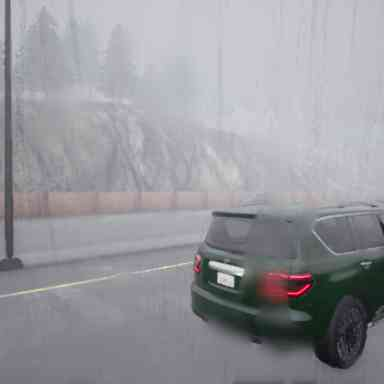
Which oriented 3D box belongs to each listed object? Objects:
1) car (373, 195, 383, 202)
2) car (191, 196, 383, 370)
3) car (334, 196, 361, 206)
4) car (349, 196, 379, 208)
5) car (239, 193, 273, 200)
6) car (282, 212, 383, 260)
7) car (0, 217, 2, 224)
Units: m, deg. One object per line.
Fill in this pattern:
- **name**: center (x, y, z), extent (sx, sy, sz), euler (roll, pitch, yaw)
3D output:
- **car**: center (38.753, 1.267, 67.686), extent (4.181, 1.385, 1.994), euler (0, 0, -40)
- **car**: center (2.542, 1.207, 5.956), extent (5.566, 2.045, 2.150), euler (0, 0, -38)
- **car**: center (23.790, 1.397, 50.841), extent (4.181, 1.385, 1.994), euler (-1, 0, -39)
- **car**: center (24.184, 1.305, 46.639), extent (5.008, 1.535, 1.882), euler (0, 0, -39)
- **car**: center (8.195, 1.188, 42.530), extent (5.566, 2.045, 2.150), euler (0, 0, -40)
- **car**: center (5.764, 1.563, 13.038), extent (4.718, 1.301, 1.895), euler (0, 0, -39)
- **car**: center (-14.204, 1.620, 19.742), extent (5.008, 1.535, 1.882), euler (-1, 0, -36)
